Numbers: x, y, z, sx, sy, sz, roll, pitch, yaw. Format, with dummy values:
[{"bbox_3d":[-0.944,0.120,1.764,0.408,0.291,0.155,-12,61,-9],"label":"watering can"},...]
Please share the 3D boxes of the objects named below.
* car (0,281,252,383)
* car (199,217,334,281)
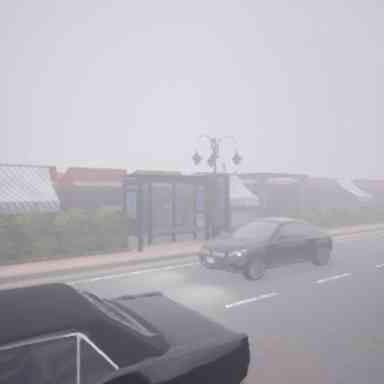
[{"bbox_3d":[-1.827,1.601,2.660,4.718,1.301,1.895,0,0,-35],"label":"car"},{"bbox_3d":[2.378,1.514,9.973,4.674,1.442,1.812,0,0,-35],"label":"car"}]
